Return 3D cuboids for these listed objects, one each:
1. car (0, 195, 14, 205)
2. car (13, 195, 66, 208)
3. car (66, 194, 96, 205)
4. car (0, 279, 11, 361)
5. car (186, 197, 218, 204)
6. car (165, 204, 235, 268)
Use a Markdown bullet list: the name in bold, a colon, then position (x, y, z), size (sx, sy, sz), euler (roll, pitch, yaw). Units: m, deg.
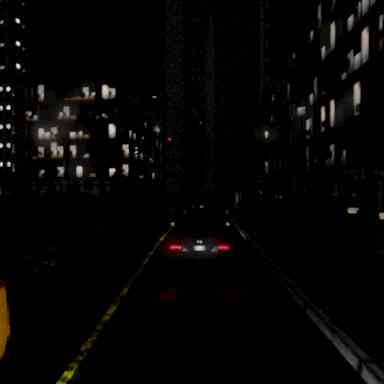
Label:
- **car**: position (-26.261, 1.148, 47.475), size (4.313, 1.339, 1.947), euler (-1, 2, 12)
- **car**: position (-16.930, 1.098, 36.999), size (4.403, 1.369, 2.008), euler (-1, 2, 12)
- **car**: position (-15.243, 0.979, 45.207), size (4.403, 1.369, 2.008), euler (-1, 2, 12)
- **car**: position (-3.067, 1.440, 1.829), size (1.882, 1.535, 5.008), euler (0, 1, 0)
- **car**: position (0.671, 1.072, 22.495), size (1.837, 1.490, 4.892), euler (0, 1, 3)
- **car**: position (0.249, 1.347, 10.478), size (2.033, 1.411, 5.357), euler (0, 1, 1)
